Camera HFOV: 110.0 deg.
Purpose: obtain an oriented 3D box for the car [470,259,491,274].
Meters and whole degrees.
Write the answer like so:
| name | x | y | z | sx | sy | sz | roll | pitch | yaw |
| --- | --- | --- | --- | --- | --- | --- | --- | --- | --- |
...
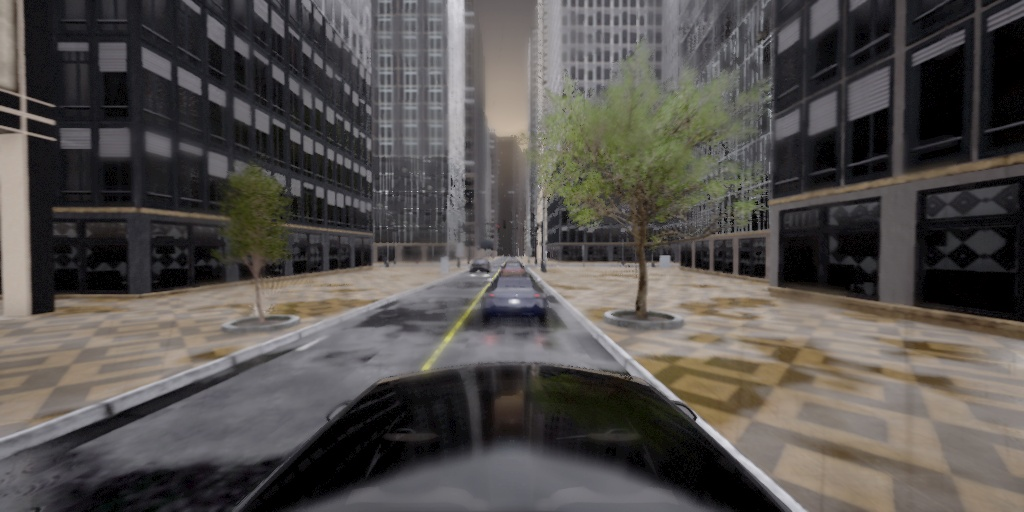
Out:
| name | x | y | z | sx | sy | sz | roll | pitch | yaw |
| --- | --- | --- | --- | --- | --- | --- | --- | --- | --- |
| car | -3.060 | 1.006 | 35.888 | 2.033 | 1.411 | 5.357 | 0 | 0 | 0 |

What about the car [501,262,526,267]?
| name | x | y | z | sx | sy | sz | roll | pitch | yaw |
| --- | --- | --- | --- | --- | --- | --- | --- | --- | --- |
| car | 0.087 | 1.095 | 26.980 | 1.994 | 1.385 | 4.181 | 0 | 0 | 0 |

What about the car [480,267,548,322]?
| name | x | y | z | sx | sy | sz | roll | pitch | yaw |
| --- | --- | --- | --- | --- | --- | --- | --- | --- | --- |
| car | 0.085 | 1.223 | 11.954 | 1.994 | 1.385 | 4.181 | 0 | 1 | 0 |
